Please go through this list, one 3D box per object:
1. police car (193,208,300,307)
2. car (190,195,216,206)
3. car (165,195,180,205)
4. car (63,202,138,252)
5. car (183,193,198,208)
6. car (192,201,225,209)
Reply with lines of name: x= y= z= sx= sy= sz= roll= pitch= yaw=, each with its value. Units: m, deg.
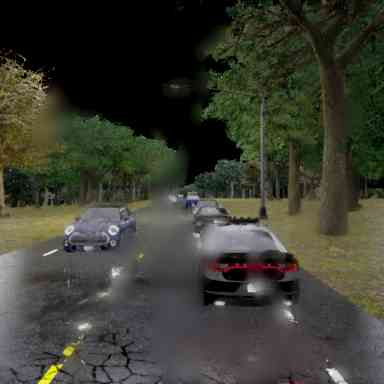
police car: x=1.066 y=1.425 z=8.210 sx=1.930 sy=1.638 sz=5.238 roll=0 pitch=0 yaw=0
car: x=1.094 y=1.324 z=24.073 sx=2.097 sy=1.767 sz=4.553 roll=0 pitch=0 yaw=0
car: x=-3.480 y=1.371 z=56.921 sx=1.812 sy=1.442 sz=4.674 roll=0 pitch=0 yaw=0
car: x=-3.574 y=1.346 z=13.724 sx=2.097 sy=1.767 sz=4.553 roll=0 pitch=0 yaw=0
car: x=0.128 y=1.359 z=46.887 sx=1.882 sy=1.535 sz=5.008 roll=0 pitch=0 yaw=1
car: x=1.084 y=1.465 z=18.102 sx=1.882 sy=1.535 sz=5.008 roll=0 pitch=0 yaw=0
